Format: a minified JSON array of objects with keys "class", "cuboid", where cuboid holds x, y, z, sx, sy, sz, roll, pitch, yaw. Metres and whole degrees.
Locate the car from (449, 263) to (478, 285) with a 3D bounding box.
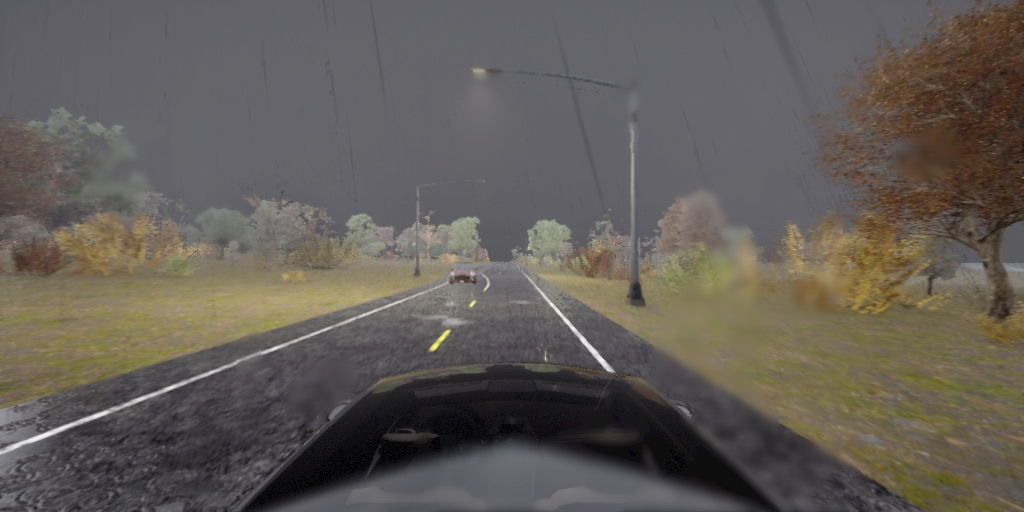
[{"class":"car","cuboid":[-3.876,1.355,29.244,2.097,1.767,4.553,0,0,-3]}]
